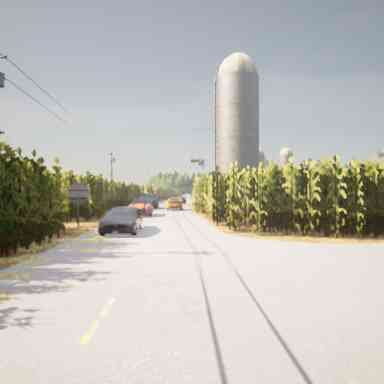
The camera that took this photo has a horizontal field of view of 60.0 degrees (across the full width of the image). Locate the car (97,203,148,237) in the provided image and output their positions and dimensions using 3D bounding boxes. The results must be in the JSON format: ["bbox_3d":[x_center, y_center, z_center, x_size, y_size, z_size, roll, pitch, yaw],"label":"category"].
[{"bbox_3d":[-3.797,1.535,18.386,2.033,1.411,5.357,0,0,-4],"label":"car"}]

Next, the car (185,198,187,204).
[{"bbox_3d":[-2.079,1.507,61.546,2.033,1.411,5.357,0,0,4],"label":"car"}]

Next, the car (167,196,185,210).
[{"bbox_3d":[-2.205,1.449,42.846,1.882,1.535,5.008,0,0,-3],"label":"car"}]

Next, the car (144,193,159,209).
[{"bbox_3d":[-5.626,1.189,44.191,2.150,2.045,5.566,0,0,-2],"label":"car"}]

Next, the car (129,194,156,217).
[{"bbox_3d":[-4.698,1.332,30.613,2.097,1.767,4.553,0,0,-5],"label":"car"}]
